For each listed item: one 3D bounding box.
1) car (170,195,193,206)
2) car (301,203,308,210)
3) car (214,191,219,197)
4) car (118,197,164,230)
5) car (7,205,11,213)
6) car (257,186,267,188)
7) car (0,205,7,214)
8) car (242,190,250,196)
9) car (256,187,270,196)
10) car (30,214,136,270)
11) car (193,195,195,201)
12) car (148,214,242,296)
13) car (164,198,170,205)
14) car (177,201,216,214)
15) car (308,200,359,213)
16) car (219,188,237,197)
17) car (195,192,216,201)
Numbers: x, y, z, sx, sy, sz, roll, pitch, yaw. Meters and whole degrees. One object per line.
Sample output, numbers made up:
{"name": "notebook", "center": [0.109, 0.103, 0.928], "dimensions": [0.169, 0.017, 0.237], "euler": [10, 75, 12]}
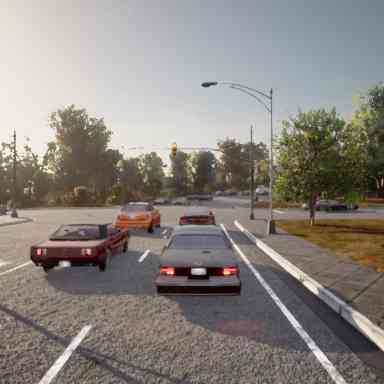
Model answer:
{"name": "car", "center": [-1.737, 1.674, 56.469], "dimensions": [1.994, 1.385, 4.181], "euler": [0, 1, 16]}
{"name": "car", "center": [16.053, 1.661, 41.261], "dimensions": [4.718, 1.301, 1.895], "euler": [-1, 0, 4]}
{"name": "car", "center": [6.554, 0.476, 85.336], "dimensions": [1.812, 1.442, 4.674], "euler": [0, 3, 28]}
{"name": "car", "center": [-3.139, 1.397, 20.119], "dimensions": [2.097, 1.767, 4.553], "euler": [0, 0, 2]}
{"name": "car", "center": [-22.424, 1.743, 36.396], "dimensions": [4.902, 1.511, 2.128], "euler": [-1, 0, 2]}
{"name": "car", "center": [20.017, -0.763, 93.200], "dimensions": [2.150, 2.045, 5.566], "euler": [0, 3, 38]}
{"name": "car", "center": [-21.595, 1.707, 32.852], "dimensions": [4.902, 1.511, 2.128], "euler": [-1, 0, 4]}
{"name": "car", "center": [14.325, 0.261, 84.722], "dimensions": [2.128, 1.511, 4.902], "euler": [0, 3, 33]}
{"name": "car", "center": [17.865, 0.264, 83.797], "dimensions": [1.895, 1.301, 4.718], "euler": [0, 3, 33]}
{"name": "car", "center": [-3.337, 1.618, 11.020], "dimensions": [1.895, 1.301, 4.718], "euler": [0, 0, 1]}
{"name": "car", "center": [-0.020, 1.312, 72.082], "dimensions": [1.895, 1.301, 4.718], "euler": [0, 2, 21]}
{"name": "car", "center": [0.143, 1.558, 8.803], "dimensions": [2.033, 1.411, 5.357], "euler": [0, 0, 0]}
{"name": "car", "center": [-5.102, 1.659, 57.537], "dimensions": [2.033, 1.411, 5.357], "euler": [0, 1, 16]}
{"name": "car", "center": [0.330, 1.518, 18.550], "dimensions": [1.882, 1.535, 5.008], "euler": [0, 0, 2]}
{"name": "car", "center": [16.122, 1.646, 37.750], "dimensions": [4.718, 1.301, 1.895], "euler": [-1, 0, 4]}
{"name": "car", "center": [9.556, 0.174, 83.528], "dimensions": [2.150, 2.045, 5.566], "euler": [0, 3, 28]}
{"name": "car", "center": [2.850, 1.342, 69.832], "dimensions": [1.895, 1.301, 4.718], "euler": [0, 2, 21]}
